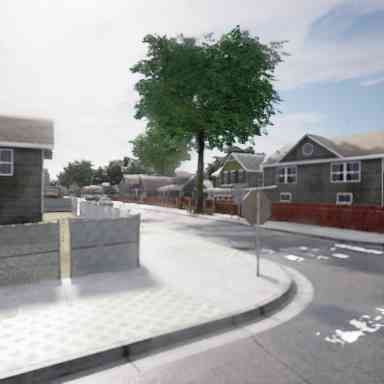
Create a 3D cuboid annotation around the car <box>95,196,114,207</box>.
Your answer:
[{"bbox_3d":[-13.349,1.700,51.773,1.837,1.490,4.892,1,0,-24],"label":"car"}]

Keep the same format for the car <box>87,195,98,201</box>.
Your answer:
[{"bbox_3d":[-25.070,1.575,85.566,2.097,1.767,4.553,1,0,-24],"label":"car"}]
